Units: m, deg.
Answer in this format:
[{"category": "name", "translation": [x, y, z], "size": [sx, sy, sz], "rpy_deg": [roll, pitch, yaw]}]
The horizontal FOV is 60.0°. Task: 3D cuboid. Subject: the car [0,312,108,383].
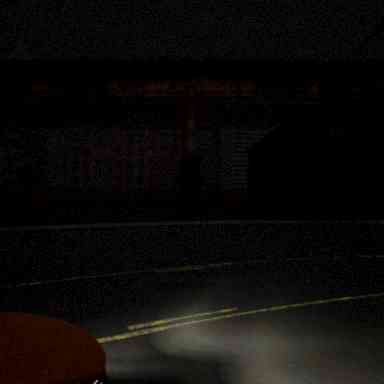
[{"category": "car", "translation": [-2.909, 1.438, 1.726], "size": [5.008, 1.535, 1.882], "rpy_deg": [0, 0, -39]}]
